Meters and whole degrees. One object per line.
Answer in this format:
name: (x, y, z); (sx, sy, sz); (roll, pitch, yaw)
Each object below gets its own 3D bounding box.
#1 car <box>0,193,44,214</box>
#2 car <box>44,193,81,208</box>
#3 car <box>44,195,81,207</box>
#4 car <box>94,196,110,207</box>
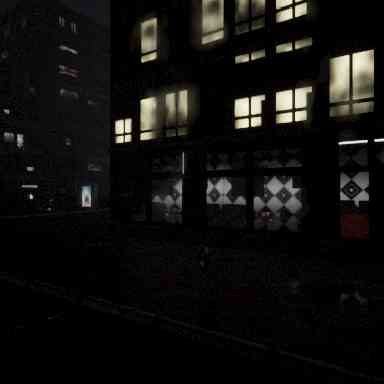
car: (-16.134, 1.029, 29.090); (2.192, 1.841, 5.009); (1, 2, 35)
car: (-15.620, 0.883, 39.968); (2.097, 1.767, 4.553); (0, 1, 35)
car: (-16.687, 1.074, 42.939); (1.802, 1.307, 4.206); (1, 2, 35)
car: (-9.781, 1.072, 38.191); (1.947, 1.339, 4.313); (1, 2, 35)
